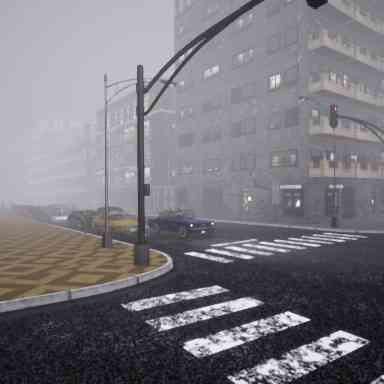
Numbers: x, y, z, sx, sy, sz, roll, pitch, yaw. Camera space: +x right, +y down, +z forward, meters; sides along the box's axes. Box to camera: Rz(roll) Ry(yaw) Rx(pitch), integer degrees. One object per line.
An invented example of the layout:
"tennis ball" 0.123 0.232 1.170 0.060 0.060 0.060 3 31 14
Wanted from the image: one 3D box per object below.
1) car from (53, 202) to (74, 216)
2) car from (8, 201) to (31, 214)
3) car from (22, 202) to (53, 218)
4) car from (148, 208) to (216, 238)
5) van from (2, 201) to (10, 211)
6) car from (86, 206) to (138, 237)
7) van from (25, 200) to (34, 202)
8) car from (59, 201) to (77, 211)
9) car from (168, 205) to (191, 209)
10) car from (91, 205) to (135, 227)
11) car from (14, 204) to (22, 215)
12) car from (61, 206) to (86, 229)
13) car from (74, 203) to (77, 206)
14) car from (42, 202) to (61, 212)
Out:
"car" -16.933 2.209 41.755 2.128 1.511 4.902 -1 -1 -36
"car" -24.964 2.449 48.242 1.887 1.381 4.507 -2 0 -36
"car" -18.269 2.262 39.129 1.887 1.381 4.507 -2 0 -36
"car" -0.702 1.863 19.610 1.895 1.301 4.718 -1 -1 -36
"van" -31.665 2.433 57.355 1.690 1.788 3.998 -2 0 -36
"car" -4.780 1.865 20.767 1.752 1.417 4.829 -2 0 -36
"van" -41.649 2.831 85.100 1.690 1.788 3.998 -2 0 -36
"car" -21.562 2.366 57.761 1.967 1.590 4.097 -2 0 -36
"car" -1.475 1.915 30.422 2.008 1.369 4.403 -2 0 -36
"car" -6.706 1.933 27.785 1.837 1.490 4.892 -1 0 -36
"car" -21.615 2.392 43.685 1.802 1.307 4.206 -2 0 -36
"car" -8.227 2.002 25.460 1.947 1.339 4.313 -2 0 -36
"car" -17.918 2.389 48.453 1.895 1.301 4.718 -1 -1 -36
"car" -23.833 2.518 56.511 1.994 1.385 4.181 -1 -1 -37
